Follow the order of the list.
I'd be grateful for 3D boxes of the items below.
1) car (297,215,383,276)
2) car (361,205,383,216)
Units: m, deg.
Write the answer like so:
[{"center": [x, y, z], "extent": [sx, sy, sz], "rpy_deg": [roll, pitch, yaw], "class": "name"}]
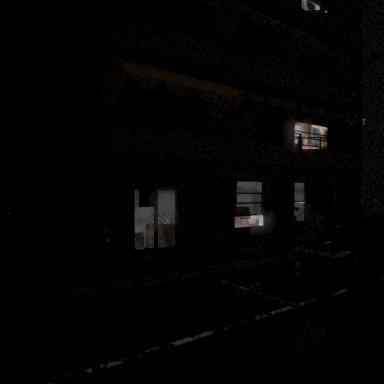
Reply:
[{"center": [5.054, 1.584, 10.242], "extent": [4.206, 1.307, 1.802], "rpy_deg": [0, 0, -36], "class": "car"}, {"center": [16.828, 1.894, 32.106], "extent": [1.895, 1.301, 4.718], "rpy_deg": [0, -1, -36], "class": "car"}]
